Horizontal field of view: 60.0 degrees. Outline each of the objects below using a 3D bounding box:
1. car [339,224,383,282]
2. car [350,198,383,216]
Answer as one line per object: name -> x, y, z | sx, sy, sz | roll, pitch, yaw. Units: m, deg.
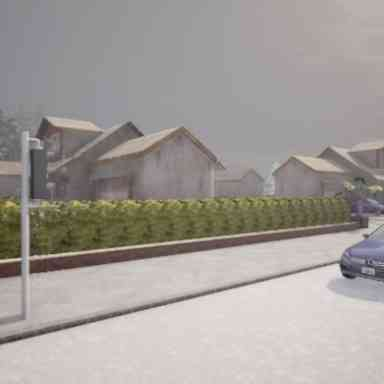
car -> 5.901, 1.557, 9.064 | 4.674, 1.442, 1.812 | 0, 0, -37
car -> 15.481, 1.281, 29.390 | 1.845, 1.501, 3.633 | 0, 0, -40
